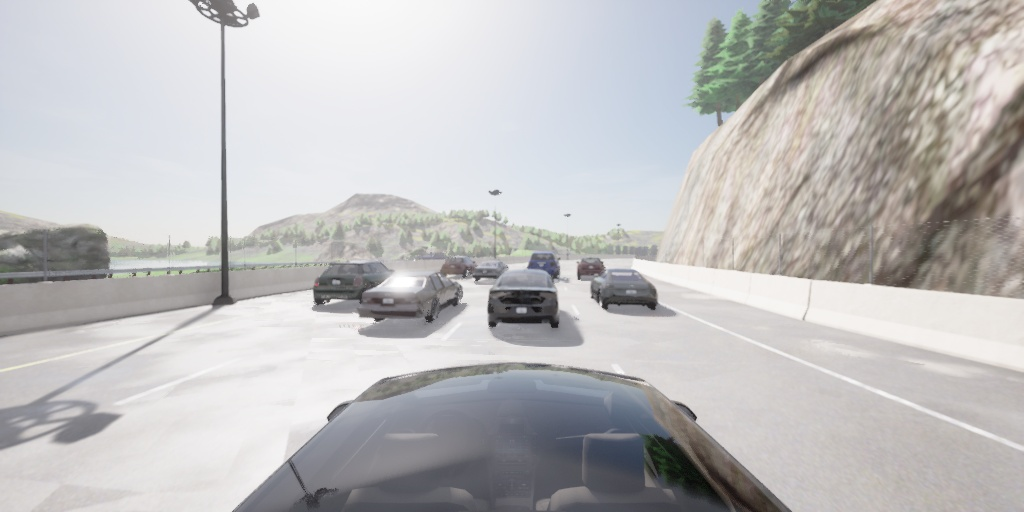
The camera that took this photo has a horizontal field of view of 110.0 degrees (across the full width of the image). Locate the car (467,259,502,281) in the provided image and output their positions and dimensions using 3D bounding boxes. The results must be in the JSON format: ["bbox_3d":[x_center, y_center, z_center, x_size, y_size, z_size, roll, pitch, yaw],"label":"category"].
[{"bbox_3d":[-1.363,1.044,25.986,2.033,1.411,5.357,0,1,10],"label":"car"}]

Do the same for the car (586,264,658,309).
[{"bbox_3d":[4.251,1.180,14.152,1.994,1.385,4.181,0,0,6],"label":"car"}]

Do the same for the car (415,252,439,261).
[{"bbox_3d":[-13.836,0.339,62.425,2.150,2.045,5.566,0,1,20],"label":"car"}]

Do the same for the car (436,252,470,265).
[{"bbox_3d":[-4.210,0.808,29.802,2.097,1.767,4.553,0,0,10],"label":"car"}]

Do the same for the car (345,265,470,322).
[{"bbox_3d":[-3.015,1.192,11.838,2.033,1.411,5.357,0,1,5],"label":"car"}]

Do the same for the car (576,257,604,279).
[{"bbox_3d":[6.210,0.819,28.430,2.097,1.767,4.553,0,0,10],"label":"car"}]

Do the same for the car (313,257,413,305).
[{"bbox_3d":[-6.191,0.962,15.185,2.097,1.767,4.553,0,1,6],"label":"car"}]

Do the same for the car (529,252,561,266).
[{"bbox_3d":[2.589,0.696,28.171,2.150,2.045,5.566,0,1,10],"label":"car"}]

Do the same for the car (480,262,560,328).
[{"bbox_3d":[0.435,1.129,11.079,1.882,1.535,5.008,0,1,5],"label":"car"}]
